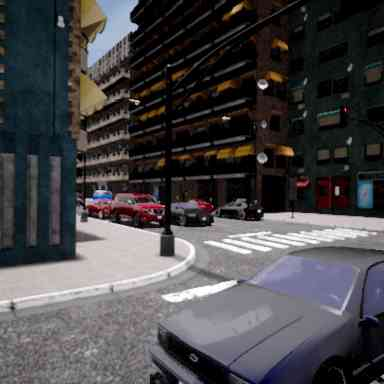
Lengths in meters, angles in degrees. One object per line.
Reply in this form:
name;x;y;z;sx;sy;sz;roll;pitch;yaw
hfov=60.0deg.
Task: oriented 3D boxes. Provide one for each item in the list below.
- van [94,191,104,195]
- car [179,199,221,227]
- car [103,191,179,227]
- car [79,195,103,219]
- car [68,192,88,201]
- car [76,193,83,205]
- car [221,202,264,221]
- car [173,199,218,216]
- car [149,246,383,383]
van;-12.872;0.751;47.742;1.690;1.788;3.998;2;0;-36
car;-0.473;1.336;20.886;1.994;1.385;4.181;1;1;-36
car;-3.251;1.047;20.332;2.192;1.841;5.009;2;0;-36
car;-6.540;1.196;24.832;1.887;1.381;4.507;2;0;-36
car;-19.442;0.793;56.742;1.887;1.381;4.507;2;0;-36
car;-14.743;0.971;40.489;2.033;1.411;5.357;1;0;-36
car;3.535;1.378;25.238;1.947;1.339;4.313;2;0;-36
car;0.253;1.314;29.738;1.802;1.307;4.206;2;0;-36
car;2.115;1.554;4.782;5.357;1.411;2.033;0;0;-36
